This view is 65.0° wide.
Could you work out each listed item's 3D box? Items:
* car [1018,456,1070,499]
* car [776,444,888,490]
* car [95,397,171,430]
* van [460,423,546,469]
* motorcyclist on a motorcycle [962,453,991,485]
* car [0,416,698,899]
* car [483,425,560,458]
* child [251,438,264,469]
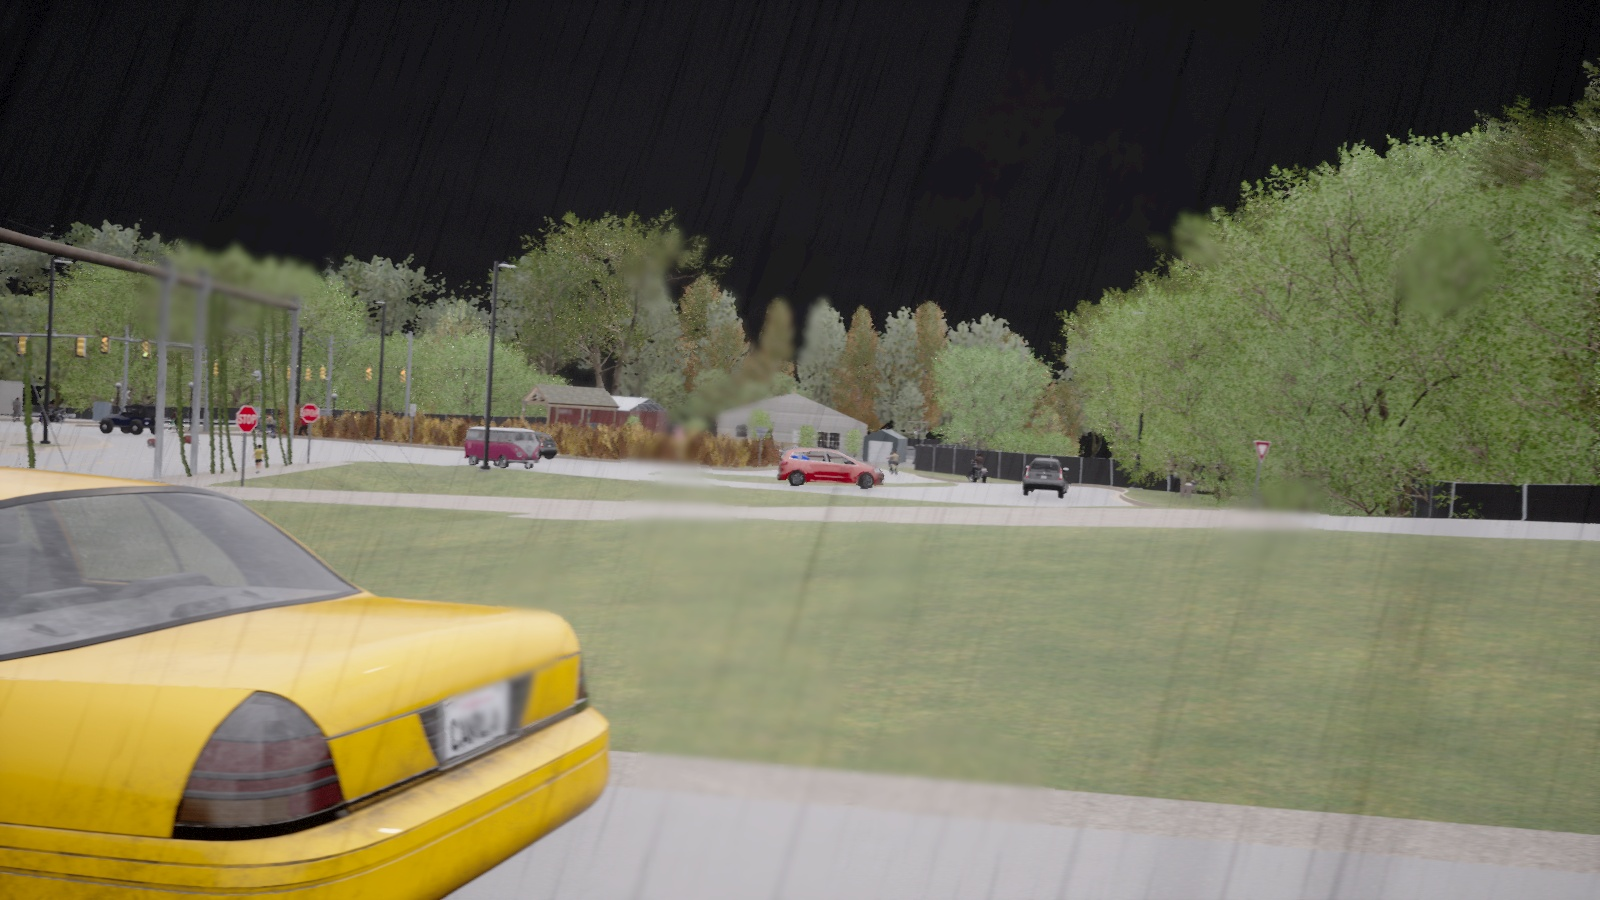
[{"bbox_3d":[10.711,1.181,54.889,1.851,1.617,3.988,4,2,15],"label":"car"},{"bbox_3d":[1.336,0.708,53.745,4.611,1.667,2.242,3,1,-1],"label":"car"},{"bbox_3d":[-41.356,-2.239,77.891,3.866,1.878,1.905,3,2,17],"label":"car"},{"bbox_3d":[-14.584,-0.230,61.503,4.442,1.987,1.775,4,1,42],"label":"van"},{"bbox_3d":[9.262,1.015,65.881,0.766,1.649,2.350,1,-2,-11],"label":"motorcyclist on a motorcycle"},{"bbox_3d":[-3.183,0.671,4.266,5.366,1.575,1.801,1,1,19],"label":"car"},{"bbox_3d":[-16.352,-0.513,73.715,3.988,1.617,1.851,5,2,22],"label":"car"},{"bbox_3d":[-19.451,0.123,45.007,0.255,1.110,0.394,4,2,-7],"label":"child"}]
